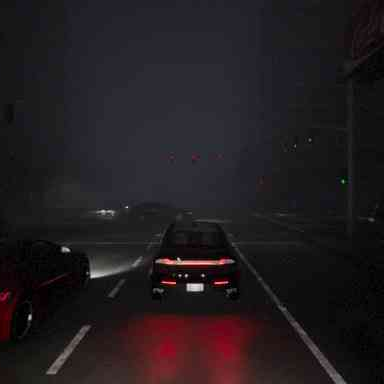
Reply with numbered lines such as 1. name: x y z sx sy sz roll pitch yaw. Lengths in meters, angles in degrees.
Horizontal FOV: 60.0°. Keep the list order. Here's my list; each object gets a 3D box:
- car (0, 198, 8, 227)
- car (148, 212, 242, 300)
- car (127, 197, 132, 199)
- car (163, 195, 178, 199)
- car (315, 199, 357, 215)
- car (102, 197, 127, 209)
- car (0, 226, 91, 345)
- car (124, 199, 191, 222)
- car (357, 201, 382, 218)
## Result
1. car: -10.273 1.221 14.879 2.150 2.045 5.566 1 0 -8
2. car: 0.068 1.492 8.372 2.128 1.511 4.902 0 0 0
3. car: -10.574 1.547 54.112 2.033 1.411 5.357 0 0 0
4. car: -4.599 1.326 70.581 2.097 1.767 4.553 0 0 -27
5. car: 14.807 1.491 33.024 4.902 1.511 2.128 0 0 0
6. car: -10.588 1.491 44.369 2.128 1.511 4.902 0 0 0
7. car: -3.442 1.564 6.395 1.994 1.385 4.181 0 0 0
8. car: -2.429 1.505 25.724 4.892 1.490 1.837 0 0 0
9. car: 17.704 1.352 29.537 4.553 1.767 2.097 0 0 0
